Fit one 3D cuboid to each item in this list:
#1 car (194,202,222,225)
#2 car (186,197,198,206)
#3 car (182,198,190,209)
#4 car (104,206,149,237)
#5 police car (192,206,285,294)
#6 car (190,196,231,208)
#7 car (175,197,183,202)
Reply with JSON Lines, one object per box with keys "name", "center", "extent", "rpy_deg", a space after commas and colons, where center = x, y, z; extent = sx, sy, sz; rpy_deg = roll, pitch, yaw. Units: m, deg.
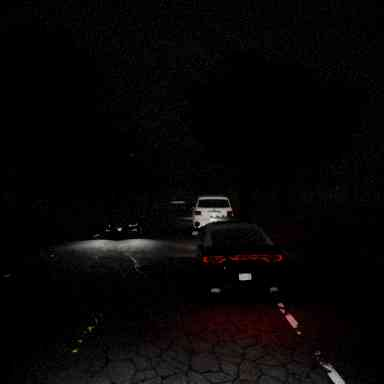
{"name": "car", "center": [1.104, 1.510, 25.006], "extent": [1.837, 1.490, 4.892], "rpy_deg": [-1, -1, 0]}
{"name": "car", "center": [0.073, 1.639, 58.703], "extent": [1.994, 1.385, 4.181], "rpy_deg": [-1, 0, 0]}
{"name": "car", "center": [0.087, 1.567, 45.180], "extent": [1.994, 1.385, 4.181], "rpy_deg": [0, 0, 1]}
{"name": "car", "center": [-3.578, 1.593, 18.915], "extent": [1.837, 1.490, 4.892], "rpy_deg": [-1, 1, 0]}
{"name": "police car", "center": [1.044, 1.447, 9.095], "extent": [1.930, 1.638, 5.238], "rpy_deg": [-1, 0, 0]}
{"name": "car", "center": [1.093, 1.212, 19.023], "extent": [2.150, 2.045, 5.566], "rpy_deg": [0, 0, 0]}
{"name": "car", "center": [-3.336, 1.804, 83.336], "extent": [1.895, 1.301, 4.718], "rpy_deg": [-1, 0, 0]}
